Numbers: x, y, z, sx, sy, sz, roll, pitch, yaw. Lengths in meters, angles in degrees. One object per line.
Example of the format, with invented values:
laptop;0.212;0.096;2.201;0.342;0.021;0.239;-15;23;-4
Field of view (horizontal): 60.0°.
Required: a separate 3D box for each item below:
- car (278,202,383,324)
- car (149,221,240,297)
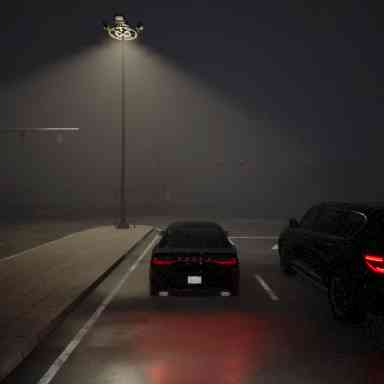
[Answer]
car;3.566;1.221;7.287;2.150;2.045;5.566;0;0;0
car;0.063;1.478;8.634;1.882;1.535;5.008;0;0;0
